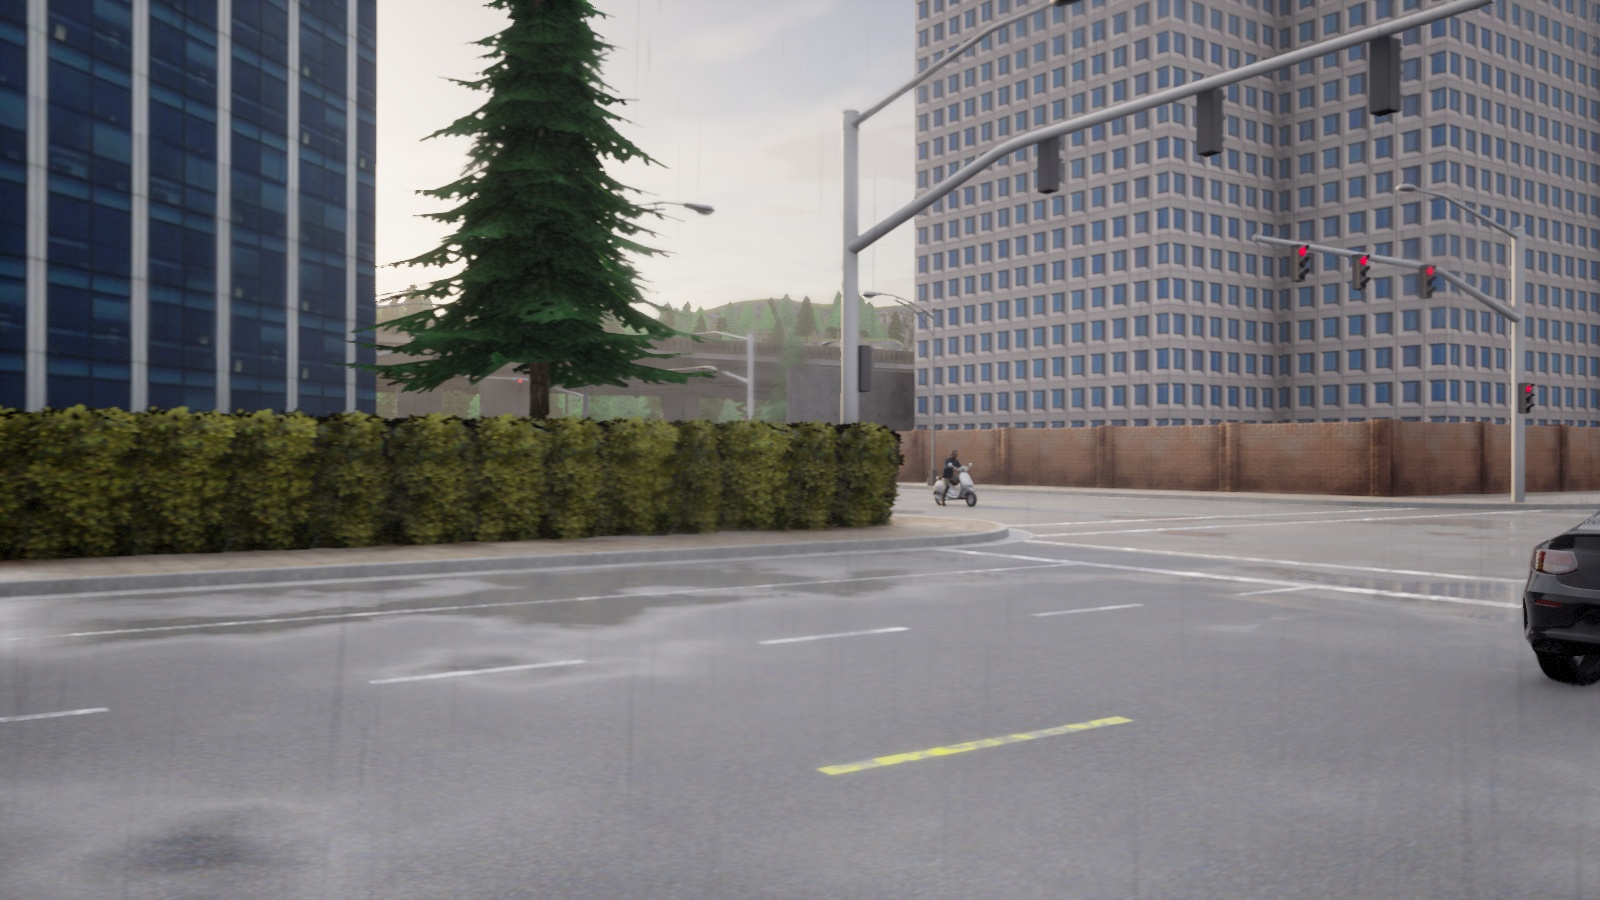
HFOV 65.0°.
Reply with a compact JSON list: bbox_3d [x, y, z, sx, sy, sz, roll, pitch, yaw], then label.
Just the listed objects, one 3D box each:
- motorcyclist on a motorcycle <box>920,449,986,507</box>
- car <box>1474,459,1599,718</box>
[{"bbox_3d":[4.297,0.776,35.391,0.866,1.590,1.817,0,0,-34],"label":"motorcyclist on a motorcycle"},{"bbox_3d":[6.520,0.777,8.201,4.674,1.442,1.812,0,0,-35],"label":"car"}]
